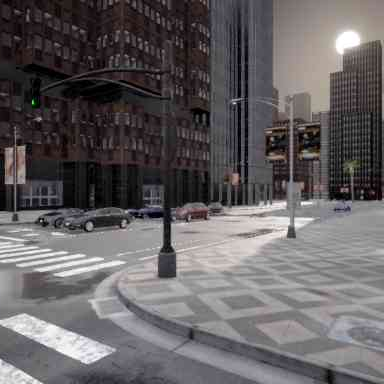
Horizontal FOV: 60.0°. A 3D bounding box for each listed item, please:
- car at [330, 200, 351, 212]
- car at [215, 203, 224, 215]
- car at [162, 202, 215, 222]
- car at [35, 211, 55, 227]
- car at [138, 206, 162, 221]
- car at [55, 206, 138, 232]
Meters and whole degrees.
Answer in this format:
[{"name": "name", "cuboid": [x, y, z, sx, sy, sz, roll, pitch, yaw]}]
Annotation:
[{"name": "car", "cuboid": [24.270, 2.431, 53.657, 2.033, 1.411, 5.357, 0, -1, 34]}, {"name": "car", "cuboid": [2.020, 2.012, 39.423, 1.837, 1.490, 4.892, 0, -1, 35]}, {"name": "car", "cuboid": [-0.233, 1.738, 30.612, 2.097, 1.767, 4.553, 0, -1, 35]}, {"name": "car", "cuboid": [-8.954, 1.794, 23.914, 1.994, 1.385, 4.181, 0, -1, 35]}, {"name": "car", "cuboid": [-3.902, 1.958, 31.066, 1.895, 1.301, 4.718, 0, -1, 35]}, {"name": "car", "cuboid": [-6.186, 1.742, 22.203, 1.837, 1.490, 4.892, 0, -1, 35]}]
